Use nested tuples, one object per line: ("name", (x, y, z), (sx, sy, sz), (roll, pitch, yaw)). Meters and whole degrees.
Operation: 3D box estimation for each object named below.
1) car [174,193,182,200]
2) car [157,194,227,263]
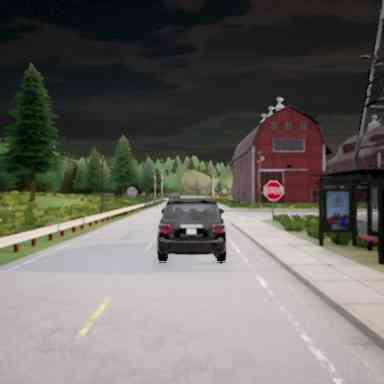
("car", (-3.482, 1.073, 81.912), (1.837, 1.490, 4.892), (0, 0, 0))
("car", (0.026, 1.215, 12.103), (2.150, 2.045, 5.566), (0, 0, 1))
